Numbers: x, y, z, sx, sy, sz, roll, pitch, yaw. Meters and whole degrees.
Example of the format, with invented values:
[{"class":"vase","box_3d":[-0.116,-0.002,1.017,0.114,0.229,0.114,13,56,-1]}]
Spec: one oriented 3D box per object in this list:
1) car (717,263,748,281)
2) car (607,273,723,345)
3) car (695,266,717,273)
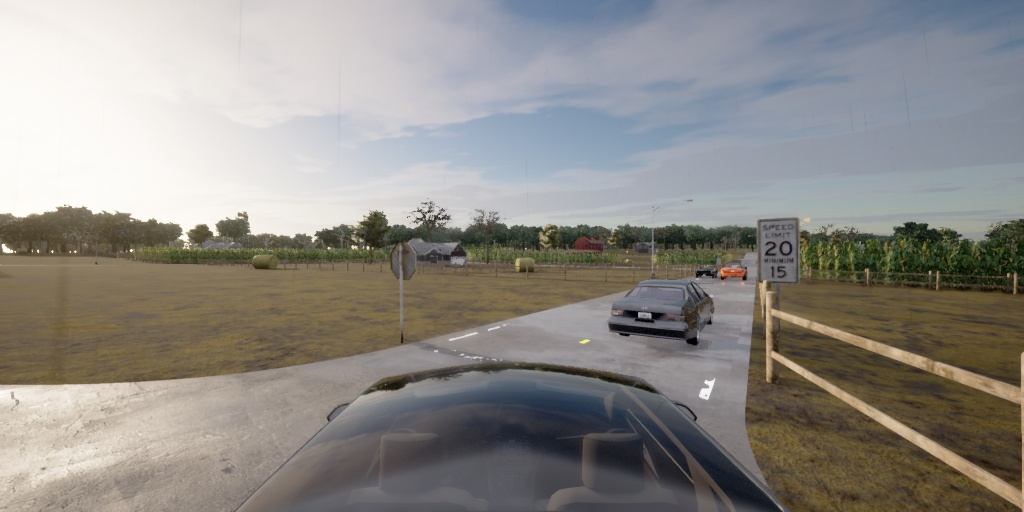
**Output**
[{"class":"car","box_3d":[22.291,1.477,35.966,2.097,1.767,4.553,0,-1,35]},{"class":"car","box_3d":[4.280,1.339,9.802,2.033,1.411,5.357,0,0,34]},{"class":"car","box_3d":[21.912,1.794,40.374,1.895,1.301,4.718,0,-1,34]}]
